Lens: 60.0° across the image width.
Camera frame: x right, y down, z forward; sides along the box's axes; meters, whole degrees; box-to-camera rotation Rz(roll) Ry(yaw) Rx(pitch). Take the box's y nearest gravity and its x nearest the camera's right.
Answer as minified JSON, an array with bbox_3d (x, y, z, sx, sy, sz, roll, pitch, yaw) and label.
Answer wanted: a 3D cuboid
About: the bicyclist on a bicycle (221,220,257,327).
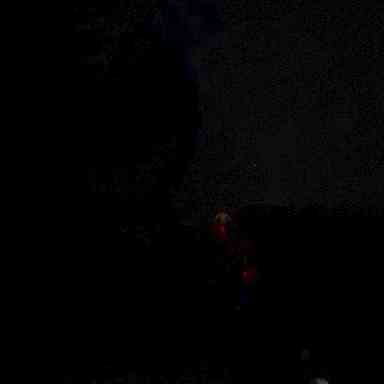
[{"bbox_3d":[0.939,1.456,6.109,0.582,1.620,1.656,0,0,1],"label":"bicyclist on a bicycle"}]

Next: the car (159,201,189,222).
[{"bbox_3d":[-1.402,1.526,27.387,1.882,1.535,5.008,0,0,7],"label":"car"}]

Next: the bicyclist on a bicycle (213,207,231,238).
[{"bbox_3d":[1.331,1.458,14.467,0.866,1.612,1.509,0,0,1],"label":"bicyclist on a bicycle"}]

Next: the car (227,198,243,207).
[{"bbox_3d":[7.218,1.834,57.637,1.837,1.490,4.892,0,-1,13],"label":"car"}]

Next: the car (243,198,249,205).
[{"bbox_3d":[11.268,2.044,73.000,2.033,1.411,5.357,0,-1,17],"label":"car"}]
